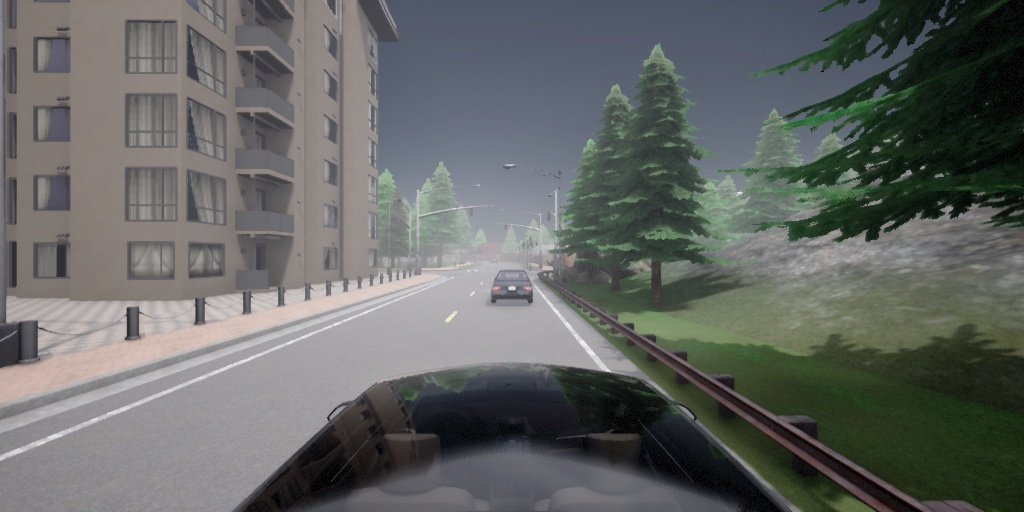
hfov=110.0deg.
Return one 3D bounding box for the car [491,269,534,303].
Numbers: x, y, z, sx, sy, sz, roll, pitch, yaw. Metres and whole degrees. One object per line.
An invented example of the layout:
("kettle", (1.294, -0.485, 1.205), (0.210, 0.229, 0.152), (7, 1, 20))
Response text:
("car", (0.000, 1.312, 16.500), (2.033, 1.411, 5.357), (0, 0, 0))
